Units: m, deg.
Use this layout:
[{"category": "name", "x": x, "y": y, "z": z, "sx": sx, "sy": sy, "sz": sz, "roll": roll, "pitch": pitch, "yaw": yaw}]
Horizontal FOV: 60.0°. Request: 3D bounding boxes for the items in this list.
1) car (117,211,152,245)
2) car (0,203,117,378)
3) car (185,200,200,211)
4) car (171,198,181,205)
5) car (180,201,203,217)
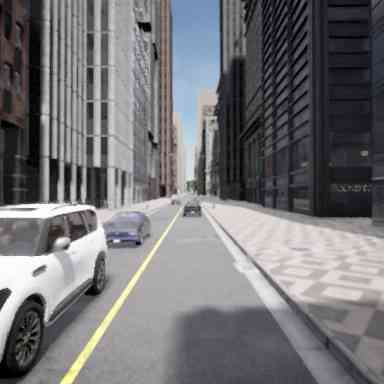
[{"category": "car", "x": -3.111, "y": 1.661, "z": 16.435, "sx": 2.033, "sy": 1.411, "sz": 5.357, "roll": 0, "pitch": 0, "yaw": 0}, {"category": "car", "x": -3.100, "y": 1.268, "z": 5.943, "sx": 2.150, "sy": 2.045, "sz": 5.566, "roll": 0, "pitch": 0, "yaw": 0}, {"category": "car", "x": 0.021, "y": 1.837, "z": 45.468, "sx": 1.895, "sy": 1.301, "sz": 4.718, "roll": 0, "pitch": 0, "yaw": 0}, {"category": "car", "x": -3.115, "y": 1.838, "z": 65.042, "sx": 2.033, "sy": 1.411, "sz": 5.357, "roll": 0, "pitch": 0, "yaw": 0}, {"category": "car", "x": 0.044, "y": 1.702, "z": 34.191, "sx": 1.837, "sy": 1.490, "sz": 4.892, "roll": 0, "pitch": 0, "yaw": 0}]
